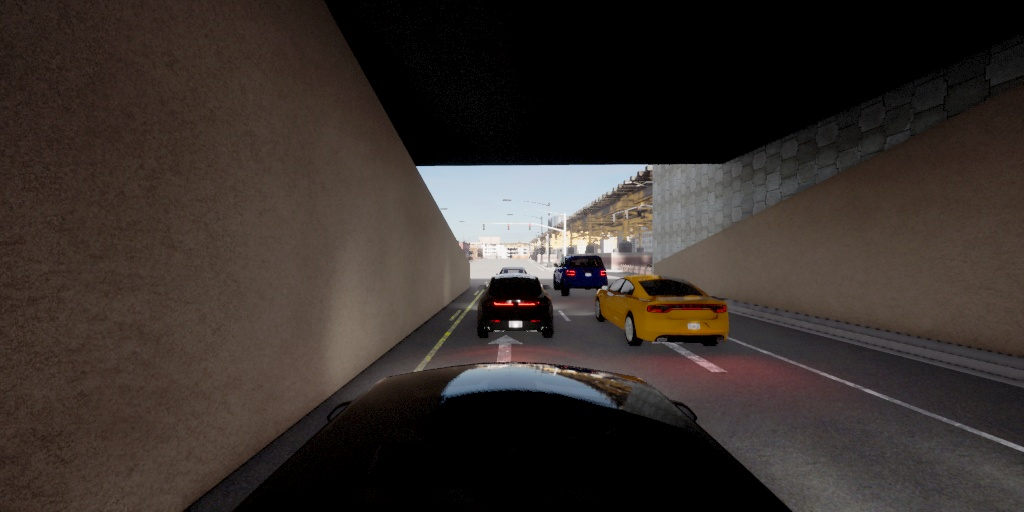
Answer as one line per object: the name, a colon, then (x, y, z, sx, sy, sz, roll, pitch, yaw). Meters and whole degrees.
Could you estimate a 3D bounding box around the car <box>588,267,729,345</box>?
car: (3.574, 1.228, 9.515, 1.882, 1.535, 5.008, 0, 0, 0)

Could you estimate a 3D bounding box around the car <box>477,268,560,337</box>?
car: (0.076, 1.255, 10.313, 1.837, 1.490, 4.892, 0, 0, 0)

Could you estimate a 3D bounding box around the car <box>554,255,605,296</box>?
car: (3.569, 0.971, 19.484, 2.150, 2.045, 5.566, 0, 0, 0)
